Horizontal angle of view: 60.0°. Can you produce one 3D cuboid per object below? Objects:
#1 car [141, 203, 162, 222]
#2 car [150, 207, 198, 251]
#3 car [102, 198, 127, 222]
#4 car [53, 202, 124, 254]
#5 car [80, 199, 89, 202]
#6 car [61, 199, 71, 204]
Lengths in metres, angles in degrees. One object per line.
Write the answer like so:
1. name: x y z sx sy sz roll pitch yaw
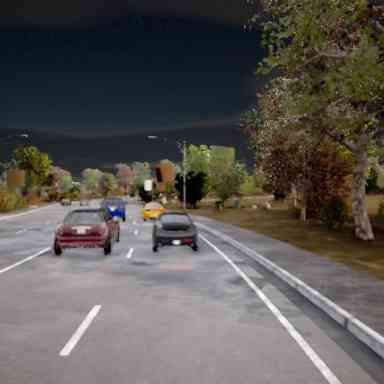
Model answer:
1. car: -3.612 1.767 30.411 1.882 1.535 5.008 0 0 -13
2. car: -0.864 1.652 14.941 1.837 1.490 4.892 0 0 -7
3. car: -6.924 1.491 29.196 2.150 2.045 5.566 0 0 -13
4. car: -4.313 1.486 14.317 2.097 1.767 4.553 0 -1 -7
5. car: -22.129 2.175 68.398 2.128 1.511 4.902 0 -1 -18
6. car: -25.465 2.112 67.342 1.882 1.535 5.008 0 -1 -18
